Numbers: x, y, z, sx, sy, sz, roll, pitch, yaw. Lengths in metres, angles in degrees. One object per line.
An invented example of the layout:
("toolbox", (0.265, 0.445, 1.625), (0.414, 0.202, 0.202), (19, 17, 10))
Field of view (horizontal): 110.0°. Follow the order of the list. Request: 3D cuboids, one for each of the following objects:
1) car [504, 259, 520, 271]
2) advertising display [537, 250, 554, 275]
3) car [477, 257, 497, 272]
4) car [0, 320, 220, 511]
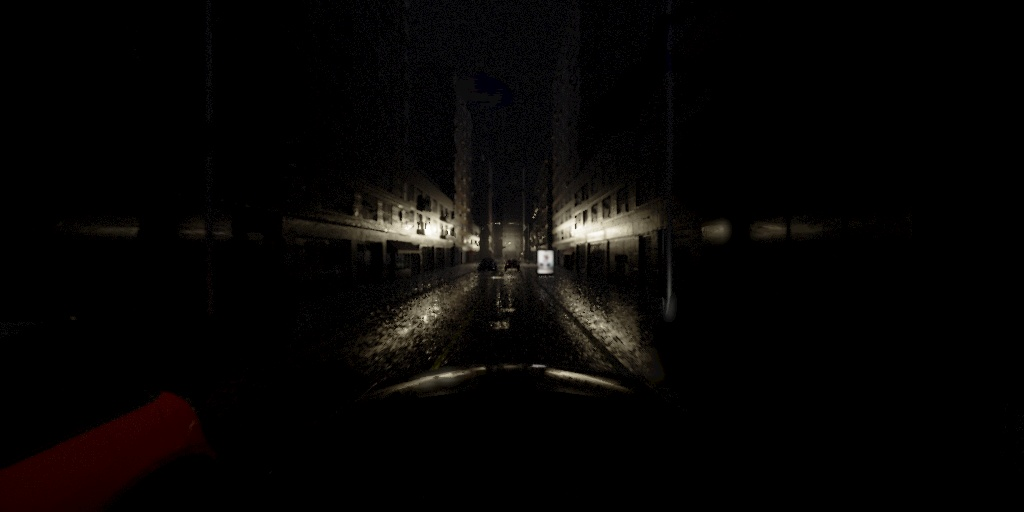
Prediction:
("car", (0.039, 1.115, 46.500), (1.812, 1.442, 4.674), (0, 0, 1))
("advertising display", (3.009, 0.672, 32.231), (1.540, 2.440, 0.280), (0, 0, 0))
("car", (-2.836, 0.960, 42.129), (2.097, 1.767, 4.553), (0, 0, 0))
("car", (-2.850, 1.107, 0.250), (2.097, 1.767, 4.553), (0, 0, 0))
